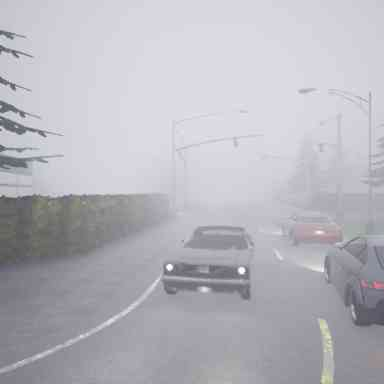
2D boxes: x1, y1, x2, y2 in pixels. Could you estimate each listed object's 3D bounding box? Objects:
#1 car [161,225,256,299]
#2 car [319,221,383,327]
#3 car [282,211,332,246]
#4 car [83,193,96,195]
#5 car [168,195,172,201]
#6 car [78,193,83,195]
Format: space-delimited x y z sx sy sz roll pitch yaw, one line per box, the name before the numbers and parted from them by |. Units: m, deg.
car | 0.678 1.601 8.670 1.895 1.301 4.718 0 0 12
car | 3.996 1.564 6.790 1.994 1.385 4.181 0 0 14
car | 5.299 1.564 15.098 1.994 1.385 4.181 0 0 8
car | -23.116 1.097 78.259 1.932 1.855 4.605 0 0 8
car | -4.720 1.373 75.625 1.845 1.501 3.633 0 0 8
car | -26.051 1.076 78.241 1.905 1.878 3.866 0 0 8
